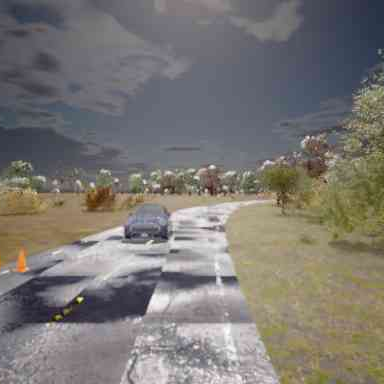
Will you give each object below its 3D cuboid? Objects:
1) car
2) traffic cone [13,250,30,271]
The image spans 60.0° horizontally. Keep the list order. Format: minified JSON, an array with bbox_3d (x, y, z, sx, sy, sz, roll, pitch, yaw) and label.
[{"bbox_3d":[-2.165,1.407,17.569,2.097,1.767,4.553,0,0,0],"label":"car"},{"bbox_3d":[-4.964,1.978,9.696,0.340,0.580,0.340,0,0,3],"label":"traffic cone"}]
